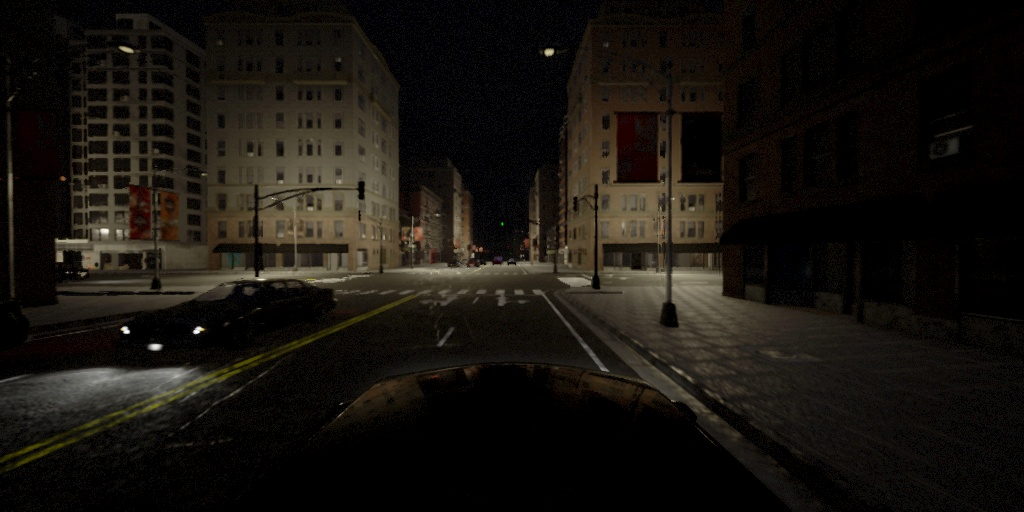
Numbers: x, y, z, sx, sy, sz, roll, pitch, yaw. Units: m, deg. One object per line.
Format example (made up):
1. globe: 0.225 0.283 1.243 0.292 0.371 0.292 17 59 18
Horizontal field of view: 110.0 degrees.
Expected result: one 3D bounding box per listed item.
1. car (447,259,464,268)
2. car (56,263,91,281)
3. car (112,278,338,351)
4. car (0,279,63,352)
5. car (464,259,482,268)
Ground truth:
1. car: -9.806 1.278 60.621 1.837 1.490 4.892 0 0 1
2. car: -36.691 1.285 28.621 4.902 1.511 2.128 0 1 0
3. car: -6.572 1.298 9.272 2.033 1.411 5.357 0 0 0
4. car: -9.838 1.242 4.509 2.128 1.511 4.902 0 0 0
5. car: -6.558 1.300 60.693 1.812 1.442 4.674 0 0 1
